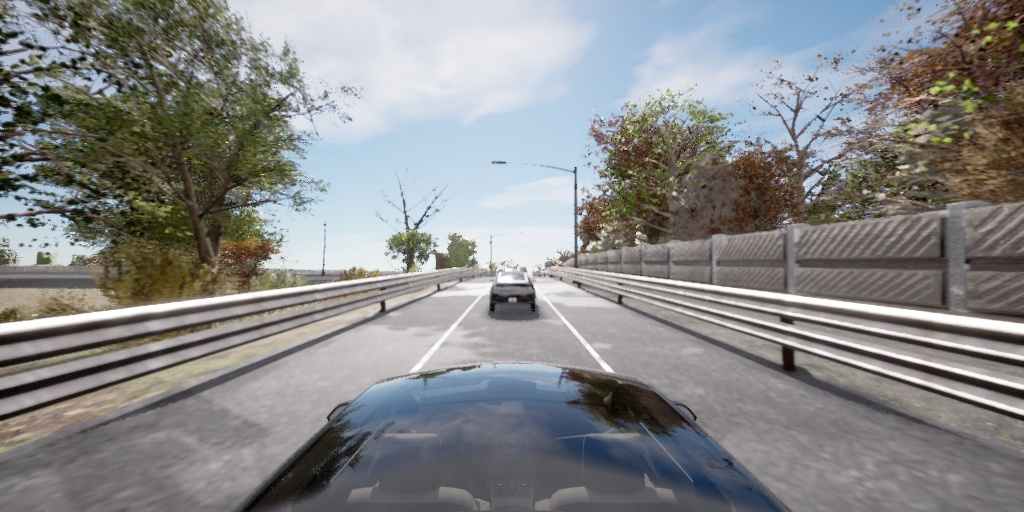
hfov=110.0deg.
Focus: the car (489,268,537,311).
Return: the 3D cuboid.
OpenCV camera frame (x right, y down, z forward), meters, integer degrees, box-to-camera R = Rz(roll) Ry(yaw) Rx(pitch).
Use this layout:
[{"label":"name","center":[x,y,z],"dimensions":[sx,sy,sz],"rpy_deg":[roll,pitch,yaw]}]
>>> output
[{"label":"car","center":[0.042,1.434,15.595],"dimensions":[2.128,1.511,4.902],"rpy_deg":[0,-1,0]}]
